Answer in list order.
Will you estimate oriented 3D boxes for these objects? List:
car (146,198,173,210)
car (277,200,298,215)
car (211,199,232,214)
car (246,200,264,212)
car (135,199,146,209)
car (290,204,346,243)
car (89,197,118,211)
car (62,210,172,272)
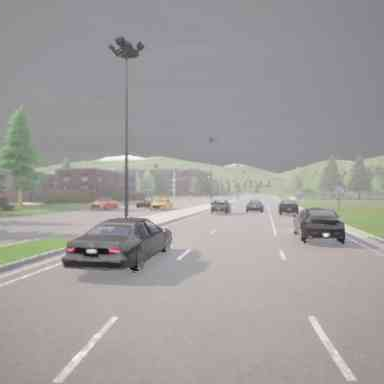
[{"bbox_3d":[-3.849,1.556,42.517,1.882,1.535,5.008,0,0,12],"label":"car"},{"bbox_3d":[10.069,1.548,34.969,1.882,1.535,5.008,0,0,12],"label":"car"},{"bbox_3d":[3.242,1.561,36.509,2.128,1.511,4.902,0,0,12],"label":"car"},{"bbox_3d":[7.591,1.641,40.084,1.994,1.385,4.181,0,0,12],"label":"car"},{"bbox_3d":[-6.398,1.687,47.294,1.895,1.301,4.718,0,0,12],"label":"car"},{"bbox_3d":[6.116,1.538,16.322,1.837,1.490,4.892,0,0,11],"label":"car"},{"bbox_3d":[-11.122,1.426,41.985,2.097,1.767,4.553,0,0,12],"label":"car"},{"bbox_3d":[-2.108,1.567,10.965,2.033,1.411,5.357,0,0,10],"label":"car"}]
